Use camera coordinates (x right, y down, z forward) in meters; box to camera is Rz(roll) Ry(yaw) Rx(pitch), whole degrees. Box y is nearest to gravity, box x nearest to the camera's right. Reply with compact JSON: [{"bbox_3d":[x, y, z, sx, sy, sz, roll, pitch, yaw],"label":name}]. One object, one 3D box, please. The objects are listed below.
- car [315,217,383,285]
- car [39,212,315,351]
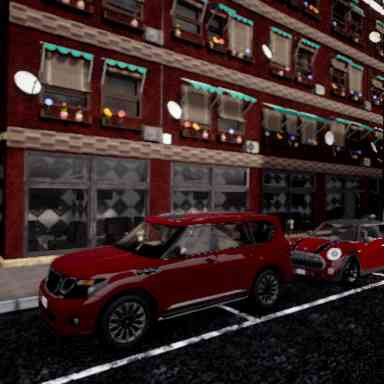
[{"bbox_3d":[4.434,1.542,9.720,4.097,1.590,1.967,1,0,-35],"label":"car"},{"bbox_3d":[-0.152,1.354,6.447,5.009,1.841,2.192,1,0,-35],"label":"car"}]
